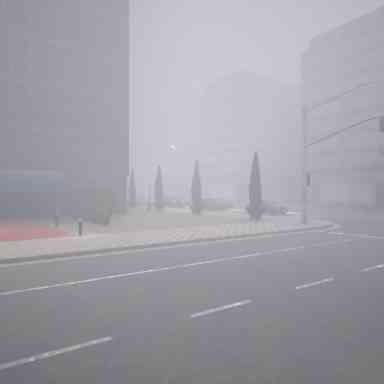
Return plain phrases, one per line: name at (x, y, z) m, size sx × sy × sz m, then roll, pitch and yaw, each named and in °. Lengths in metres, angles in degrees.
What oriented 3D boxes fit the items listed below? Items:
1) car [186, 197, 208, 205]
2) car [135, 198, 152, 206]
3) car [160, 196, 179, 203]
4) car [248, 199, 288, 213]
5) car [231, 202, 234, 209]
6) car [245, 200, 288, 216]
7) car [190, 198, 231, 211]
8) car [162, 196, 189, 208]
car at (0.961, 1.564, 61.413) m, size 1.994 × 1.385 × 4.181 m, roll 0°, pitch 0°, yaw -34°
car at (-8.576, 1.601, 56.463) m, size 1.895 × 1.301 × 4.718 m, roll 0°, pitch 0°, yaw -34°
car at (-4.707, 1.600, 69.595) m, size 1.895 × 1.301 × 4.718 m, roll 0°, pitch 0°, yaw -34°
car at (8.561, 1.564, 37.958) m, size 1.994 × 1.385 × 4.181 m, roll 0°, pitch 0°, yaw -35°
car at (3.752, 1.564, 44.849) m, size 1.994 × 1.385 × 4.181 m, roll 0°, pitch 0°, yaw -35°
car at (7.415, 1.526, 33.484) m, size 1.812 × 1.442 × 4.674 m, roll 0°, pitch 0°, yaw -38°
car at (2.166, 1.505, 41.004) m, size 1.837 × 1.490 × 4.892 m, roll 0°, pitch 0°, yaw -35°
car at (-3.005, 1.352, 48.426) m, size 2.097 × 1.767 × 4.553 m, roll 0°, pitch 0°, yaw -35°
